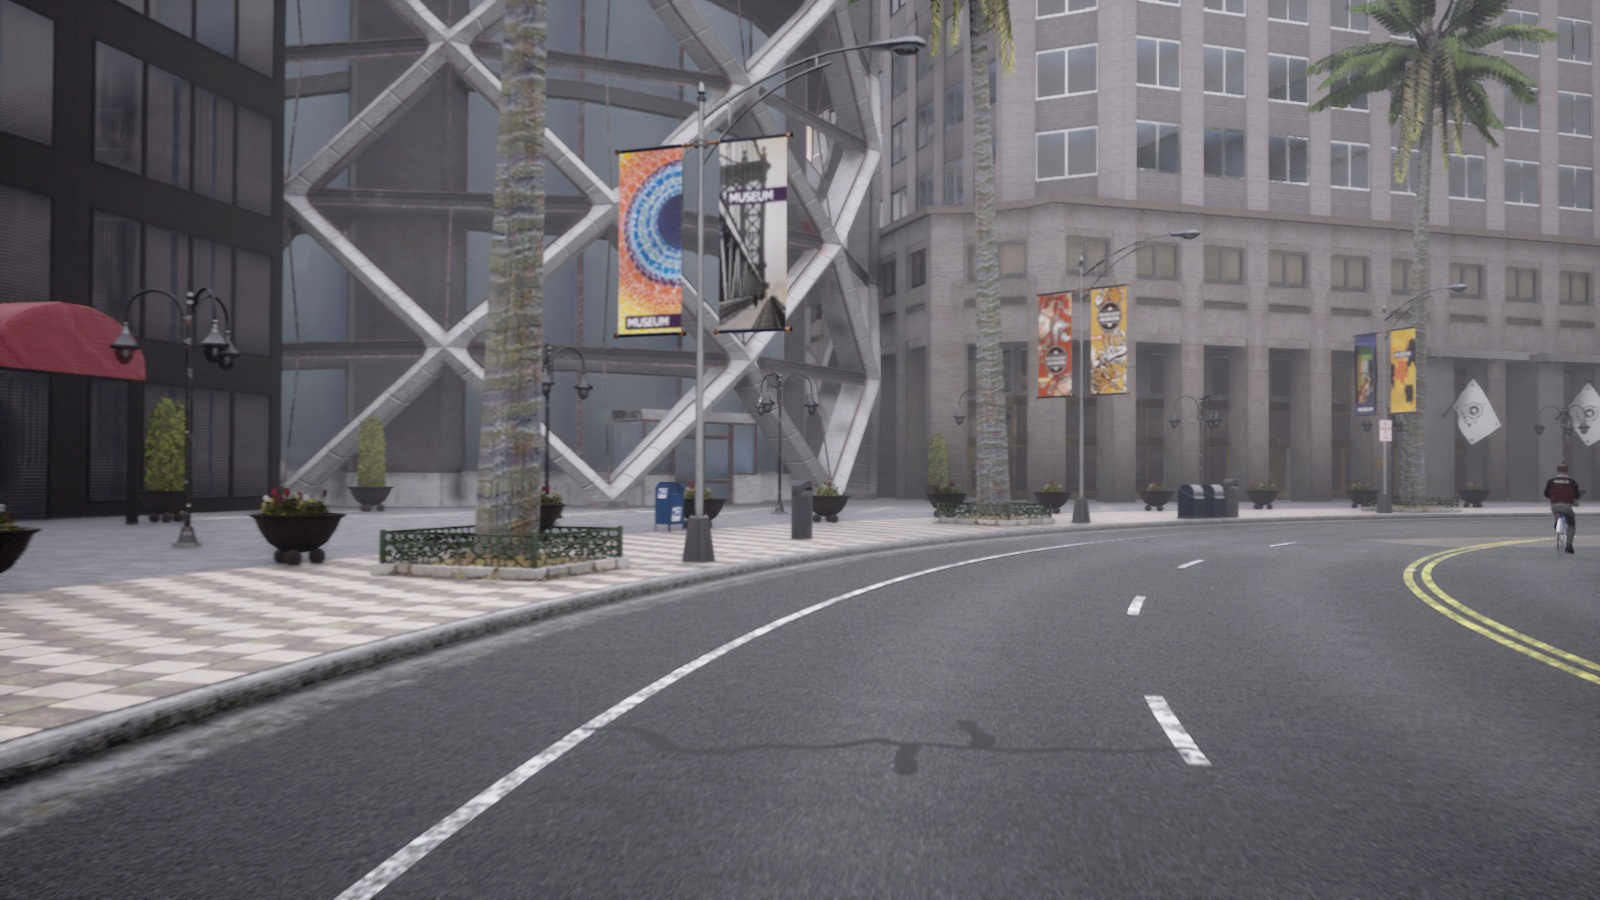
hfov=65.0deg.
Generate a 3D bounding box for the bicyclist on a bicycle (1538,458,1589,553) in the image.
[{"bbox_3d":[14.784,1.043,24.287,0.659,1.776,1.843,0,-1,37],"label":"bicyclist on a bicycle"}]
